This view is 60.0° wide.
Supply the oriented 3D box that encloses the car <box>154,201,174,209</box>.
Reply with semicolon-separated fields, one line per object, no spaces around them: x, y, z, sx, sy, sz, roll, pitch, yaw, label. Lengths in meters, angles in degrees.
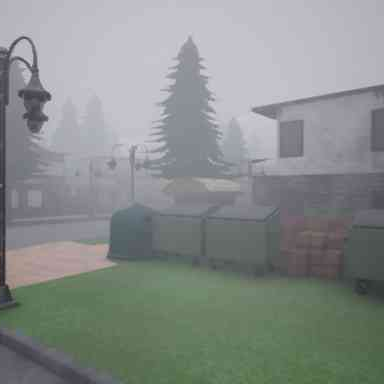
-1.433;1.568;29.526;4.892;1.490;1.837;0;0;-44;car
